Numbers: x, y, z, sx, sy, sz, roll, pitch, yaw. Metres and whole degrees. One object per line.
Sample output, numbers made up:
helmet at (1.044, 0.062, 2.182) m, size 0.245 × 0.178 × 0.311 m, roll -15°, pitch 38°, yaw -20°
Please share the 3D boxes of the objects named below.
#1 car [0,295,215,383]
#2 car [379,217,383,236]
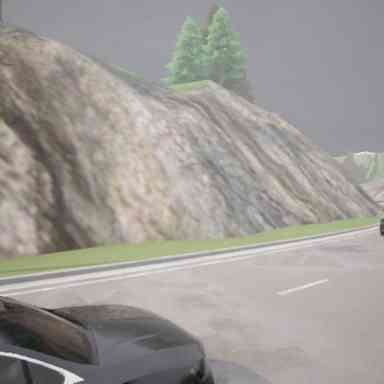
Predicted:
car at (-2.044, 1.513, 2.324) m, size 4.892 × 1.490 × 1.837 m, roll 0°, pitch 0°, yaw -35°
car at (12.186, 1.705, 18.841) m, size 4.892 × 1.490 × 1.837 m, roll 0°, pitch 0°, yaw -45°
